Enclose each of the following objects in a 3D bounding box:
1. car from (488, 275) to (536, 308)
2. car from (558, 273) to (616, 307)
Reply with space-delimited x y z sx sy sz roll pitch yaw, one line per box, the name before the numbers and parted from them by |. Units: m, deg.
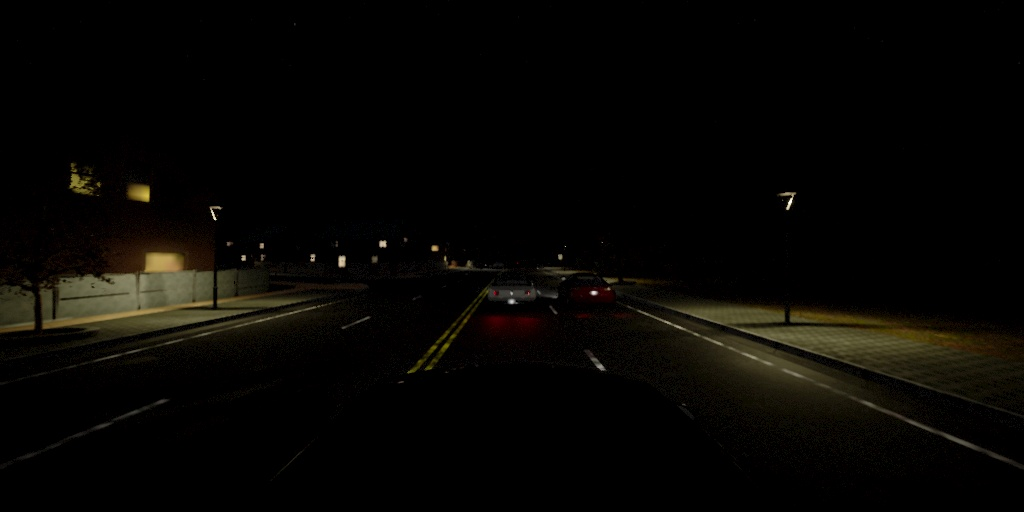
car | -0.008 1.482 16.020 1.895 1.301 4.718 0 0 0
car | 3.244 1.447 16.196 1.994 1.385 4.181 0 0 0
